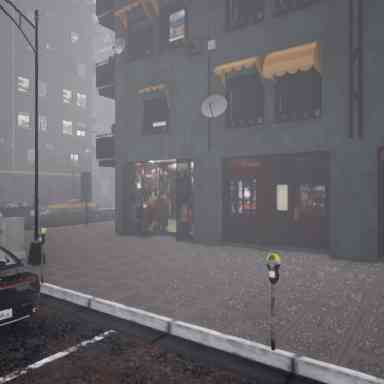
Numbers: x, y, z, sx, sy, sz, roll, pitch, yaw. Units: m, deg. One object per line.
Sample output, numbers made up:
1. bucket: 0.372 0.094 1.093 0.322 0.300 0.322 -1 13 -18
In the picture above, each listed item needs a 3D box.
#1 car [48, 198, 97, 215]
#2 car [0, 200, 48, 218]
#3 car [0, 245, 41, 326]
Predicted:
1. car: -11.019 1.250 30.514 1.752 1.417 4.829 1 1 35
2. car: -14.103 1.350 26.086 2.008 1.369 4.403 1 1 35
3. car: -4.519 1.552 6.086 4.403 1.369 2.008 0 0 35
